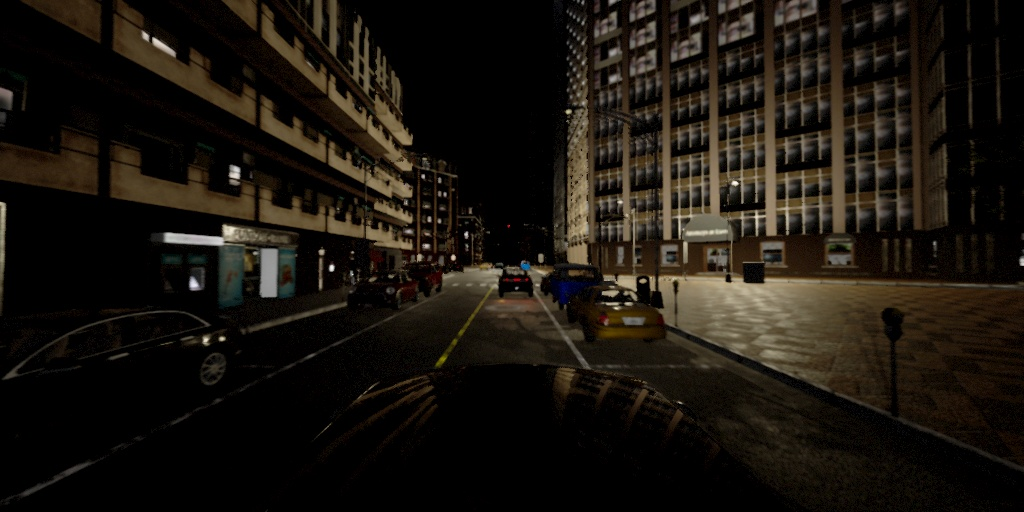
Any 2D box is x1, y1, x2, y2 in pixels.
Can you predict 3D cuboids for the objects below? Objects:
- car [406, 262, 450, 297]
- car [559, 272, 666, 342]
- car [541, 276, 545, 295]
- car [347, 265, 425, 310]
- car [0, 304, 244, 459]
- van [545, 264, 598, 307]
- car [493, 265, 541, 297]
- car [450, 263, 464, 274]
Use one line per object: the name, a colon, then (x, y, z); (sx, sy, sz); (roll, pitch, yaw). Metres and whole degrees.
car: (-5.314, 1.260, 20.772); (2.192, 1.841, 5.009); (0, 0, 0)
car: (2.566, 1.356, 9.879); (1.751, 1.417, 4.829); (0, 0, 0)
car: (2.566, 1.472, 20.948); (1.751, 1.417, 4.829); (0, 0, 0)
car: (-5.314, 1.327, 15.237); (1.967, 1.591, 4.097); (0, 0, 0)
car: (-5.315, 1.324, 4.167); (2.007, 1.370, 4.403); (0, 0, 0)
van: (2.566, 1.228, 15.242); (1.690, 1.789, 3.998); (0, 0, 0)
car: (0.134, 1.433, 20.391); (2.128, 1.511, 4.902); (0, -1, -3)
car: (-9.284, 1.879, 54.136); (4.892, 1.490, 1.837); (-2, -2, 41)
